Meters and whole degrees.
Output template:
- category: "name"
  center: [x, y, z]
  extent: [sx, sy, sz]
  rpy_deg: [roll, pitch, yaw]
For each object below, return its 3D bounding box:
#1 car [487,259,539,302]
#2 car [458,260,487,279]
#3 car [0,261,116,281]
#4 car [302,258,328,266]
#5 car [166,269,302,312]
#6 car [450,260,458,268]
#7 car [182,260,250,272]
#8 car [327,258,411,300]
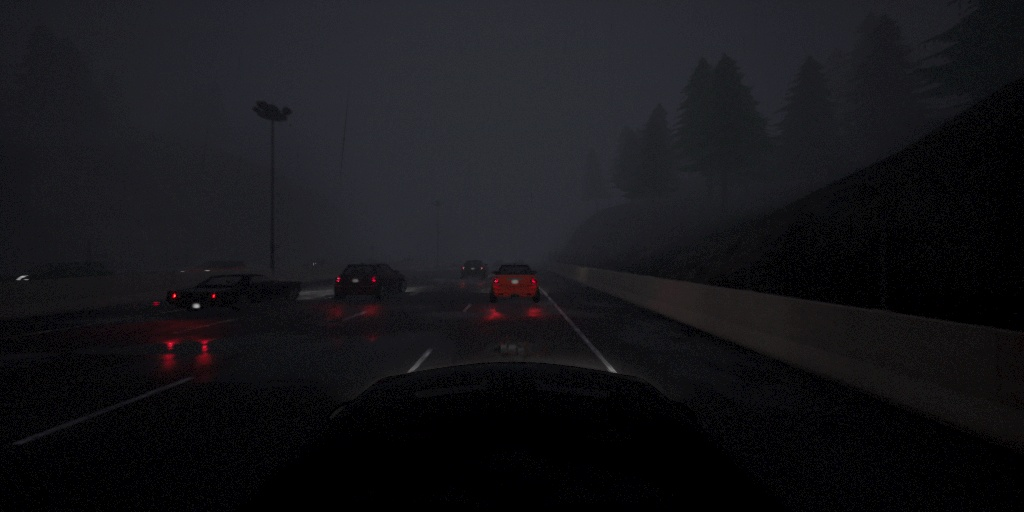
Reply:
- category: "car"
  center: [0.132, 1.106, 17.219]
  extent: [2.097, 1.767, 4.553]
  rpy_deg: [0, 0, 0]
- category: "car"
  center: [-3.330, 1.107, 32.605]
  extent: [2.097, 1.767, 4.553]
  rpy_deg: [0, 0, 0]
- category: "car"
  center: [-24.542, 1.082, 19.339]
  extent: [2.097, 1.767, 4.553]
  rpy_deg: [0, 0, 0]
- category: "car"
  center: [-27.823, 1.089, 51.082]
  extent: [2.097, 1.767, 4.553]
  rpy_deg: [0, 0, 2]
- category: "car"
  center: [-10.375, 1.344, 14.010]
  extent: [1.895, 1.301, 4.718]
  rpy_deg: [0, 0, 0]
- category: "car"
  center: [-9.390, 1.358, 63.253]
  extent: [1.895, 1.301, 4.718]
  rpy_deg: [0, 0, 7]
- category: "car"
  center: [-21.032, 1.087, 25.603]
  extent: [2.097, 1.767, 4.553]
  rpy_deg: [0, 0, 0]
- category: "car"
  center: [-6.865, 1.100, 17.855]
  extent: [2.097, 1.767, 4.553]
  rpy_deg: [0, 0, 0]
